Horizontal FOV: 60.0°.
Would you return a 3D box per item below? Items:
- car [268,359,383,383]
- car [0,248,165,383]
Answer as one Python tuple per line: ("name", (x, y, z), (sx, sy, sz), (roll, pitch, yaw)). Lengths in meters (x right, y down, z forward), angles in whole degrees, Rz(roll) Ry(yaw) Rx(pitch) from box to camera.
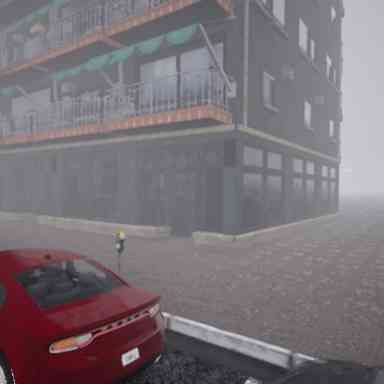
("car", (2.161, 1.587, 1.335), (4.313, 1.339, 1.947), (1, 1, 36))
("car", (-2.425, 1.458, 4.609), (4.507, 1.381, 1.887), (1, 1, 36))
